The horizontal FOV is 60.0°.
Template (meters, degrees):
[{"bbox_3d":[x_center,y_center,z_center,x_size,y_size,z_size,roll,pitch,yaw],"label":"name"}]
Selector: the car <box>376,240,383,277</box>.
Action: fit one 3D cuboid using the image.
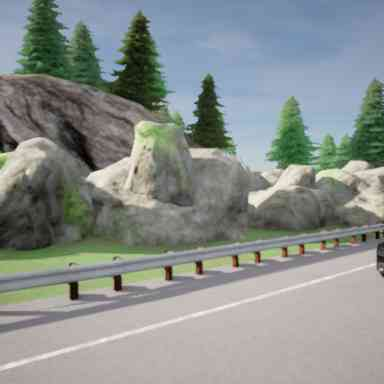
[{"bbox_3d":[6.736,1.511,8.943,4.892,1.490,1.837,0,0,-38],"label":"car"}]
